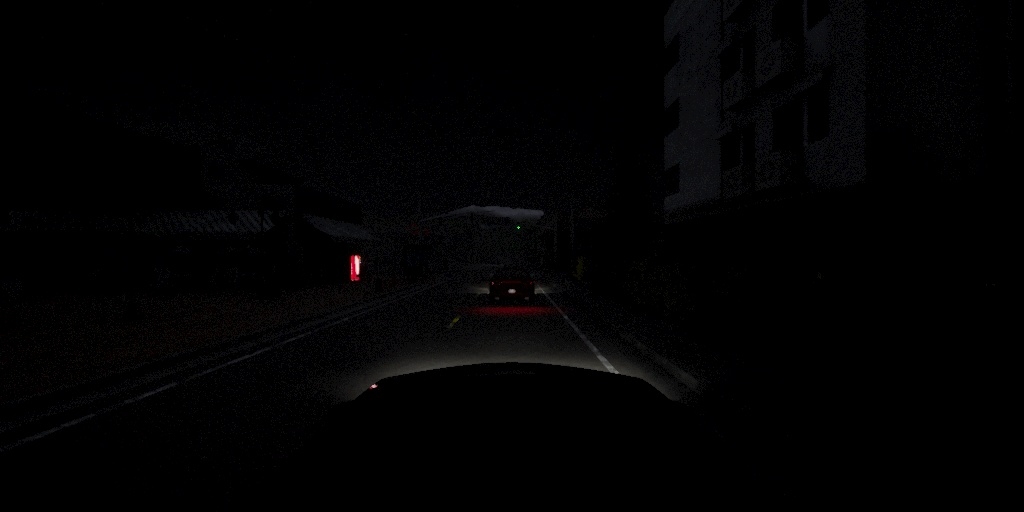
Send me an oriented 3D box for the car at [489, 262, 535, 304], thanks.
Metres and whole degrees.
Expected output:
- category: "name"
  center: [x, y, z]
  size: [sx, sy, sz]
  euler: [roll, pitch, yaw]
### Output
- category: "car"
  center: [0.000, 1.234, 16.500]
  size: [1.882, 1.535, 5.008]
  euler: [0, 0, 0]
